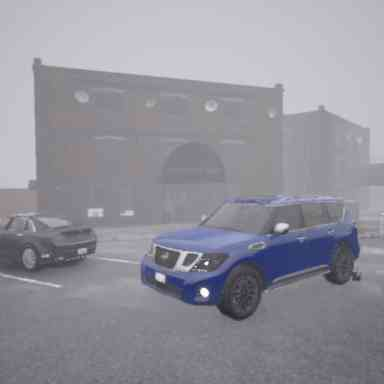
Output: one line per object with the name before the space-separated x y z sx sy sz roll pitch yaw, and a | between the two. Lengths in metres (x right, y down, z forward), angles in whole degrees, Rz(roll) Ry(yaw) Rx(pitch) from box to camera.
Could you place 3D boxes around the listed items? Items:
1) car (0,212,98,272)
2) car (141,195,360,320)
car | -5.125 1.383 10.384 4.892 1.521 2.231 0 0 30
car | 1.626 1.111 7.494 5.566 2.045 2.150 -1 1 -38
